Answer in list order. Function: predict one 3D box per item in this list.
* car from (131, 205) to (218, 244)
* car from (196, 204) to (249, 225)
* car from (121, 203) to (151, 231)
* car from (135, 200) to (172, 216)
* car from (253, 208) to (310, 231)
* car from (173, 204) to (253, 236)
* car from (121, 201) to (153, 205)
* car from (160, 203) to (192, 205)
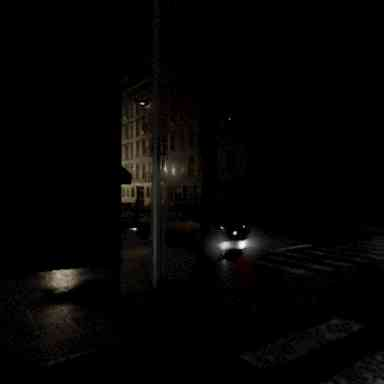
[{"bbox_3d":[-1.034,1.601,16.507,1.752,1.417,4.829,0,0,-35],"label":"car"},{"bbox_3d":[2.272,1.668,25.702,1.802,1.307,4.206,0,0,-35],"label":"car"},{"bbox_3d":[-4.271,1.631,21.055,2.008,1.369,4.403,0,0,-35],"label":"car"},{"bbox_3d":[-4.105,1.619,34.659,1.752,1.417,4.829,0,0,-35],"label":"car"},{"bbox_3d":[5.411,1.648,21.292,1.947,1.339,4.313,0,0,-35],"label":"car"},{"bbox_3d":[0.691,1.626,18.505,2.033,1.411,5.357,0,0,-32],"label":"car"},{"bbox_3d":[-5.064,1.577,26.547,2.128,1.511,4.902,0,0,-35],"label":"car"},{"bbox_3d":[-0.867,1.656,30.111,1.947,1.339,4.313,0,0,-35],"label":"car"}]
